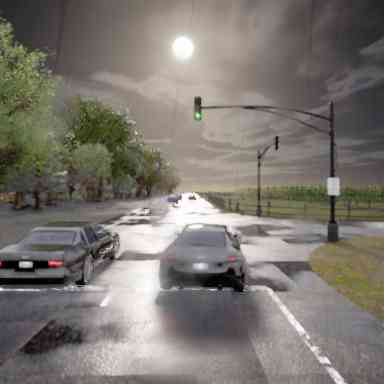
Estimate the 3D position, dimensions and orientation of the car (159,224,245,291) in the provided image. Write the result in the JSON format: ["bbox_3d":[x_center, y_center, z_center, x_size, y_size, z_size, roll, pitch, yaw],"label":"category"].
[{"bbox_3d":[0.388,1.544,9.062,1.994,1.385,4.181,0,0,6],"label":"car"}]

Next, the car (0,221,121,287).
[{"bbox_3d":[-3.397,1.527,9.308,2.033,1.411,5.357,0,0,0],"label":"car"}]

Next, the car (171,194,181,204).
[{"bbox_3d":[-3.379,1.336,58.927,1.882,1.535,5.008,0,0,0],"label":"car"}]

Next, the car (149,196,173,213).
[{"bbox_3d":[-3.373,1.445,35.069,1.812,1.442,4.674,0,0,0],"label":"car"}]

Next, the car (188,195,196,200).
[{"bbox_3d":[0.031,1.388,83.778,1.895,1.301,4.718,0,0,0],"label":"car"}]
